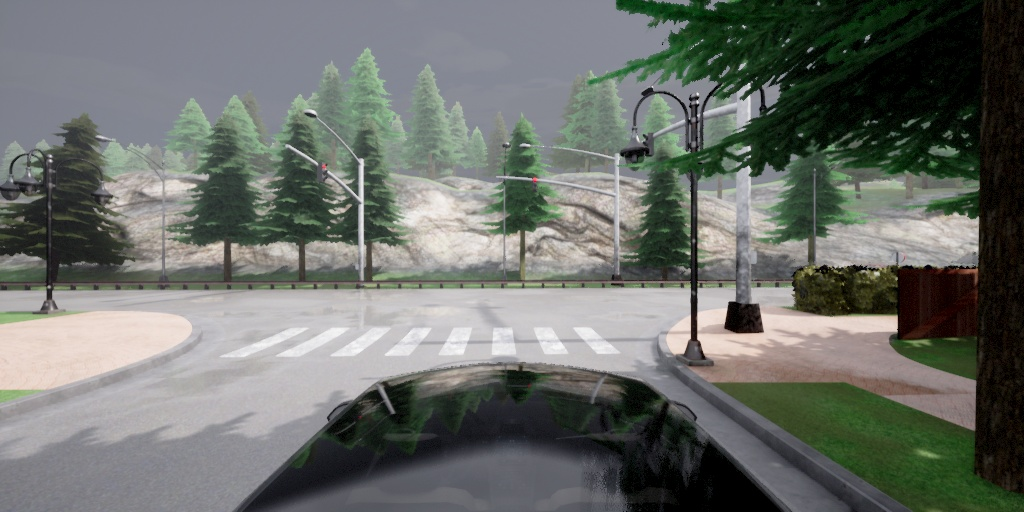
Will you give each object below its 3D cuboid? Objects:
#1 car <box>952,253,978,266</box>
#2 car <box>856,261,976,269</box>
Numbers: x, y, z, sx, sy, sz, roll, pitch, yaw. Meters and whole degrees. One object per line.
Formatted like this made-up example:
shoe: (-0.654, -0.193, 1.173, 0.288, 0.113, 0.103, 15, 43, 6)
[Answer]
car: (25.814, 0.811, 19.192, 5.566, 2.045, 2.150, 0, 0, -3)
car: (15.875, 1.068, 15.131, 5.008, 1.535, 1.882, 0, 0, -3)
